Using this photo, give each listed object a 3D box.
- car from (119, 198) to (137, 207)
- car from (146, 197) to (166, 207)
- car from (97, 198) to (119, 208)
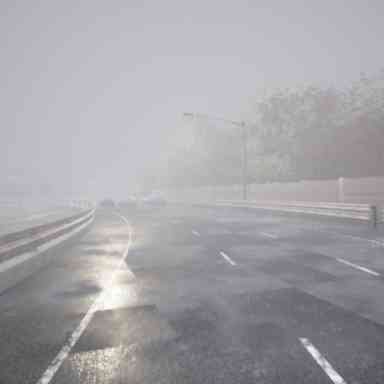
[{"bbox_3d":[-10.369,1.704,53.235,1.994,1.385,4.181,-1,0,-29],"label":"car"},{"bbox_3d":[-5.671,1.576,51.882,2.128,1.511,4.902,-1,0,-27],"label":"car"},{"bbox_3d":[-13.339,1.680,51.445,1.837,1.490,4.892,0,0,-29],"label":"car"}]
